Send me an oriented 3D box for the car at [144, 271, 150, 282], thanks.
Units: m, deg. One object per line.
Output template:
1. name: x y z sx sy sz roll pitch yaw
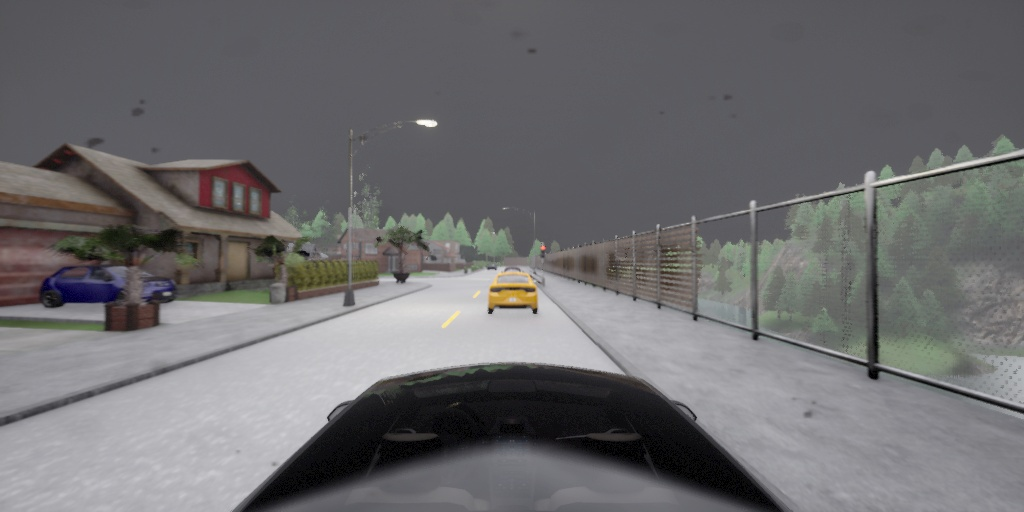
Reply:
1. car: -43.538 1.482 39.023 5.566 2.045 2.150 0 -1 0

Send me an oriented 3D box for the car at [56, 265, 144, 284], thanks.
1. car: -40.103 1.428 34.996 5.566 2.045 2.150 0 -1 0

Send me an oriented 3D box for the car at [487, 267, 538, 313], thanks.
1. car: 0.048 1.411 14.995 1.882 1.535 5.008 0 -1 0
